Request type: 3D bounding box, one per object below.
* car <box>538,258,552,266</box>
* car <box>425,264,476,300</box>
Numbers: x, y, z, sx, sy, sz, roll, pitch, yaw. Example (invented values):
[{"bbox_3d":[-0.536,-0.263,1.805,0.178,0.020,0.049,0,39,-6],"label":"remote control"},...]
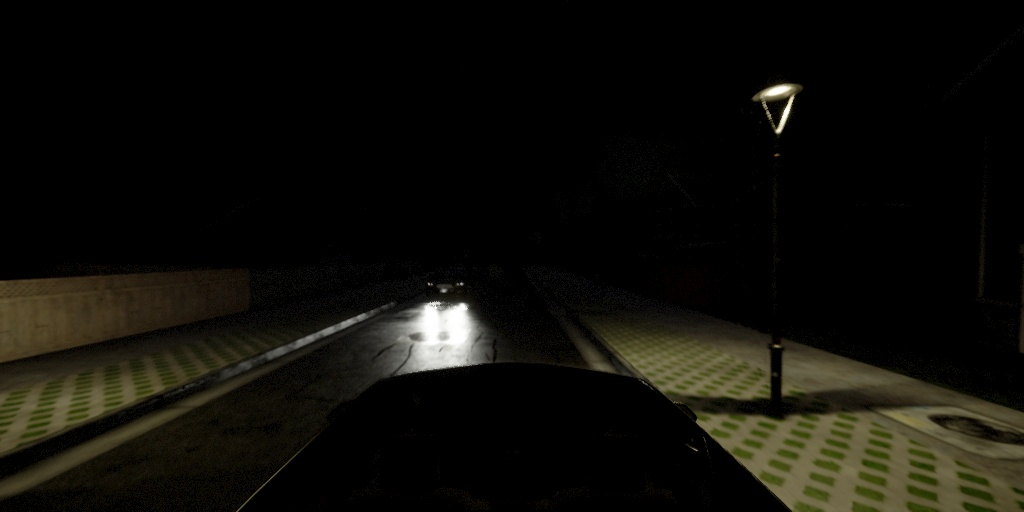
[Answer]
[{"bbox_3d":[6.964,1.071,61.048,5.008,1.535,1.882,0,2,0],"label":"car"},{"bbox_3d":[-2.841,1.178,17.411,2.128,1.511,4.902,0,0,0],"label":"car"}]
